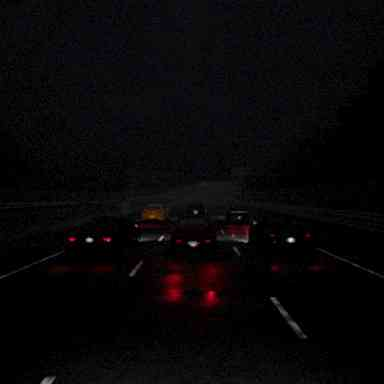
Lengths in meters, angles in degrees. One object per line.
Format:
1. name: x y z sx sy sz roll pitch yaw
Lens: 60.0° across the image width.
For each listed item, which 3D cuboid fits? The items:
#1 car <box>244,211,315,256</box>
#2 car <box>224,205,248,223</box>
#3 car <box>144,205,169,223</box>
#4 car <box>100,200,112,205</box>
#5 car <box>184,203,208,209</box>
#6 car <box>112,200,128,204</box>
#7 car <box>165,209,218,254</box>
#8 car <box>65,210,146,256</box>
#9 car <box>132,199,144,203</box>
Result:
1. car: 3.579 1.718 13.940 1.994 1.385 4.181 0 -1 1
2. car: 3.845 1.852 28.796 2.128 1.511 4.902 0 -1 2
3. car: -3.147 1.839 29.126 1.882 1.535 5.008 0 -1 2
4. car: -18.783 2.479 73.288 1.837 1.490 4.892 0 -1 3
5. car: 0.338 1.706 28.648 2.097 1.767 4.553 0 -1 1
6. car: -15.290 2.520 73.053 2.033 1.411 5.357 0 -1 3
7. car: 0.083 1.681 14.087 1.812 1.442 4.674 0 -1 1
8. car: -3.428 1.697 13.715 2.033 1.411 5.357 0 -1 1
9. car: -11.796 2.336 72.852 2.097 1.767 4.553 0 -1 3
